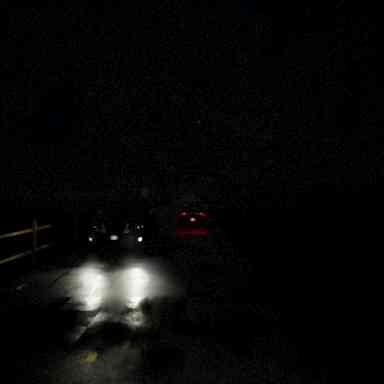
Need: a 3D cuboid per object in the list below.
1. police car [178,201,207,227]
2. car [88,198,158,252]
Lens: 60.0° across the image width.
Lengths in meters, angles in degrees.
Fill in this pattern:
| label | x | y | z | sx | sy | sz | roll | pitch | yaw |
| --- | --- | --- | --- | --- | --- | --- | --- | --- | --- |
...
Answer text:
| label | x | y | z | sx | sy | sz | roll | pitch | yaw |
| --- | --- | --- | --- | --- | --- | --- | --- | --- | --- |
| police car | 0.055 | 1.644 | 24.102 | 2.038 | 1.542 | 4.974 | 0 | 0 | 0 |
| car | -2.777 | 1.314 | 14.677 | 2.150 | 2.045 | 5.566 | 0 | -1 | 0 |
